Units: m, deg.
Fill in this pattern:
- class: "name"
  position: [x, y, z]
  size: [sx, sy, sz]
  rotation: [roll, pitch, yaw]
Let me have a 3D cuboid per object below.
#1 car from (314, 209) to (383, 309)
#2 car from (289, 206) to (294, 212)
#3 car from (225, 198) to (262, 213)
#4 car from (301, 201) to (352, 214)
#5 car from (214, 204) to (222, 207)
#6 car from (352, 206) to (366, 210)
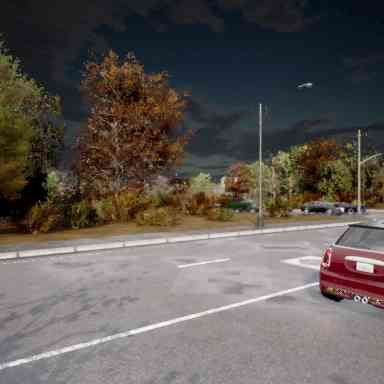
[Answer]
- class: "car"
  position: [4.811, 1.363, 7.120]
  size: [4.553, 1.767, 2.097]
  rotation: [0, 0, -35]
- class: "car"
  position: [11.829, 2.036, 46.332]
  size: [1.882, 1.535, 5.008]
  rotation: [0, -2, -32]
- class: "car"
  position: [7.412, 1.897, 46.800]
  size: [2.150, 2.045, 5.566]
  rotation: [0, -3, -32]
- class: "car"
  position: [14.102, 1.709, 36.062]
  size: [2.128, 1.511, 4.902]
  rotation: [0, -1, -32]
- class: "car"
  position: [4.239, 2.831, 58.536]
  size: [2.033, 1.411, 5.357]
  rotation: [0, -3, -32]
- class: "car"
  position: [17.144, 1.827, 37.807]
  size: [1.895, 1.301, 4.718]
  rotation: [0, -1, -32]
